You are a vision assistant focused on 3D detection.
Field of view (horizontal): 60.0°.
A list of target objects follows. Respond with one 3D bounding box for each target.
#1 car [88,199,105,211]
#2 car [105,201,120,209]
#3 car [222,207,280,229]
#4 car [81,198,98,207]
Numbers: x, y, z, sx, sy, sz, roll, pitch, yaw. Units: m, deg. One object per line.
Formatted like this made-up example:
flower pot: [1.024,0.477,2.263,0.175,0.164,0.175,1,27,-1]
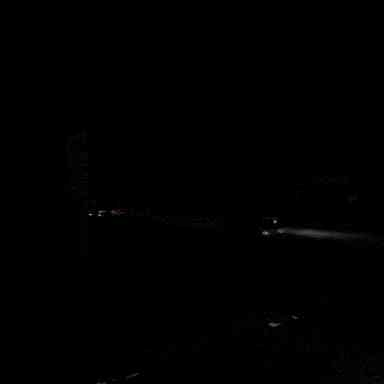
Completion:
car: [-16.363,2.310,53.929,1.895,1.301,4.718,-1,1,-35]
car: [-14.190,2.226,57.105,1.895,1.301,4.718,-1,1,-35]
car: [4.308,1.851,24.939,2.128,1.511,4.902,-1,0,-36]
car: [-20.188,2.059,65.446,1.837,1.490,4.892,-1,1,-36]
